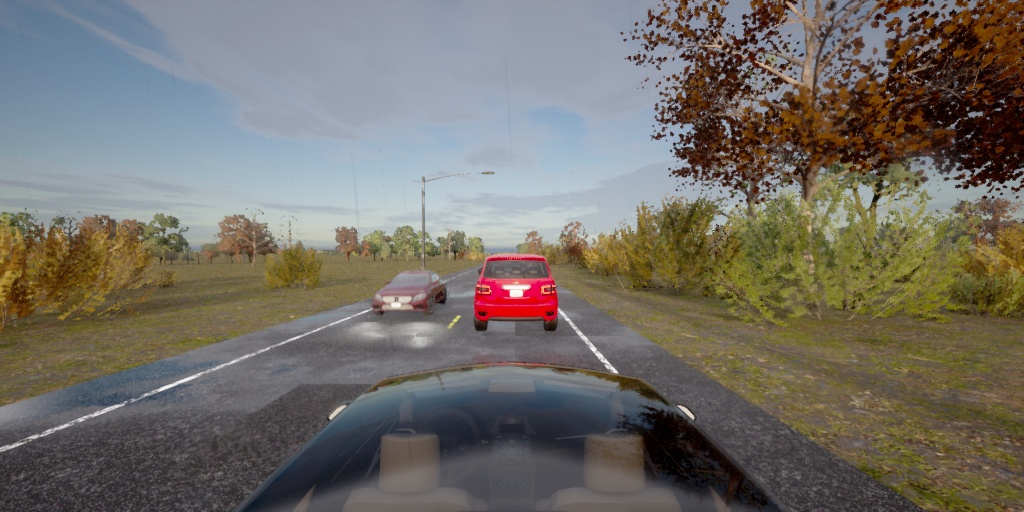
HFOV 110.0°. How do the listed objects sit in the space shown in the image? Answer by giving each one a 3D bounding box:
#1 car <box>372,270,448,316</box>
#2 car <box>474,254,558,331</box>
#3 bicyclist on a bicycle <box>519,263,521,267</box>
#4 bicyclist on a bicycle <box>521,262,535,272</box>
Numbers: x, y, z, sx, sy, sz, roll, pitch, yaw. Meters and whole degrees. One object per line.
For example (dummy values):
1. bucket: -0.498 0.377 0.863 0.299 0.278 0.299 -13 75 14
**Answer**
1. car: -3.610 1.271 13.480 1.812 1.442 4.674 0 0 0
2. car: 0.093 0.968 11.091 2.150 2.045 5.566 0 0 0
3. bicyclist on a bicycle: 0.907 1.110 28.810 0.659 1.776 1.843 0 0 0
4. bicyclist on a bicycle: 0.945 1.114 18.797 0.659 1.776 1.843 0 0 0
